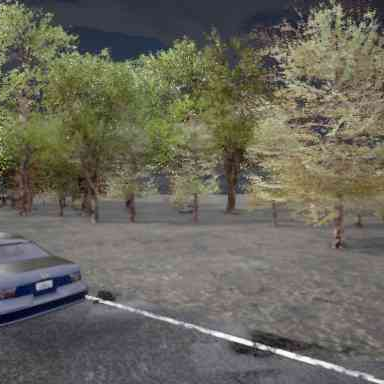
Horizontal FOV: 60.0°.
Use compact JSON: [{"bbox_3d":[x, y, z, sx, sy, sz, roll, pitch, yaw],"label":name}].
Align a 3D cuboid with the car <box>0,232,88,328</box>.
[{"bbox_3d":[-4.447,1.559,6.858,5.357,1.411,2.033,0,0,35],"label":"car"}]
